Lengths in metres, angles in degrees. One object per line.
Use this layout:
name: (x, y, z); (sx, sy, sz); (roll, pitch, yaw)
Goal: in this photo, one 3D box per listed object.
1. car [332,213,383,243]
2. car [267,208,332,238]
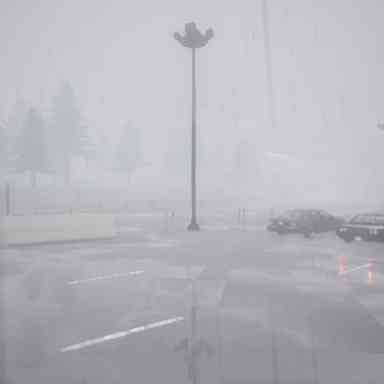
car: (8.474, 1.613, 14.941); (4.718, 1.301, 1.895); (0, 0, -40)
car: (6.210, 1.560, 17.610); (5.357, 1.411, 2.033); (0, 0, -40)
